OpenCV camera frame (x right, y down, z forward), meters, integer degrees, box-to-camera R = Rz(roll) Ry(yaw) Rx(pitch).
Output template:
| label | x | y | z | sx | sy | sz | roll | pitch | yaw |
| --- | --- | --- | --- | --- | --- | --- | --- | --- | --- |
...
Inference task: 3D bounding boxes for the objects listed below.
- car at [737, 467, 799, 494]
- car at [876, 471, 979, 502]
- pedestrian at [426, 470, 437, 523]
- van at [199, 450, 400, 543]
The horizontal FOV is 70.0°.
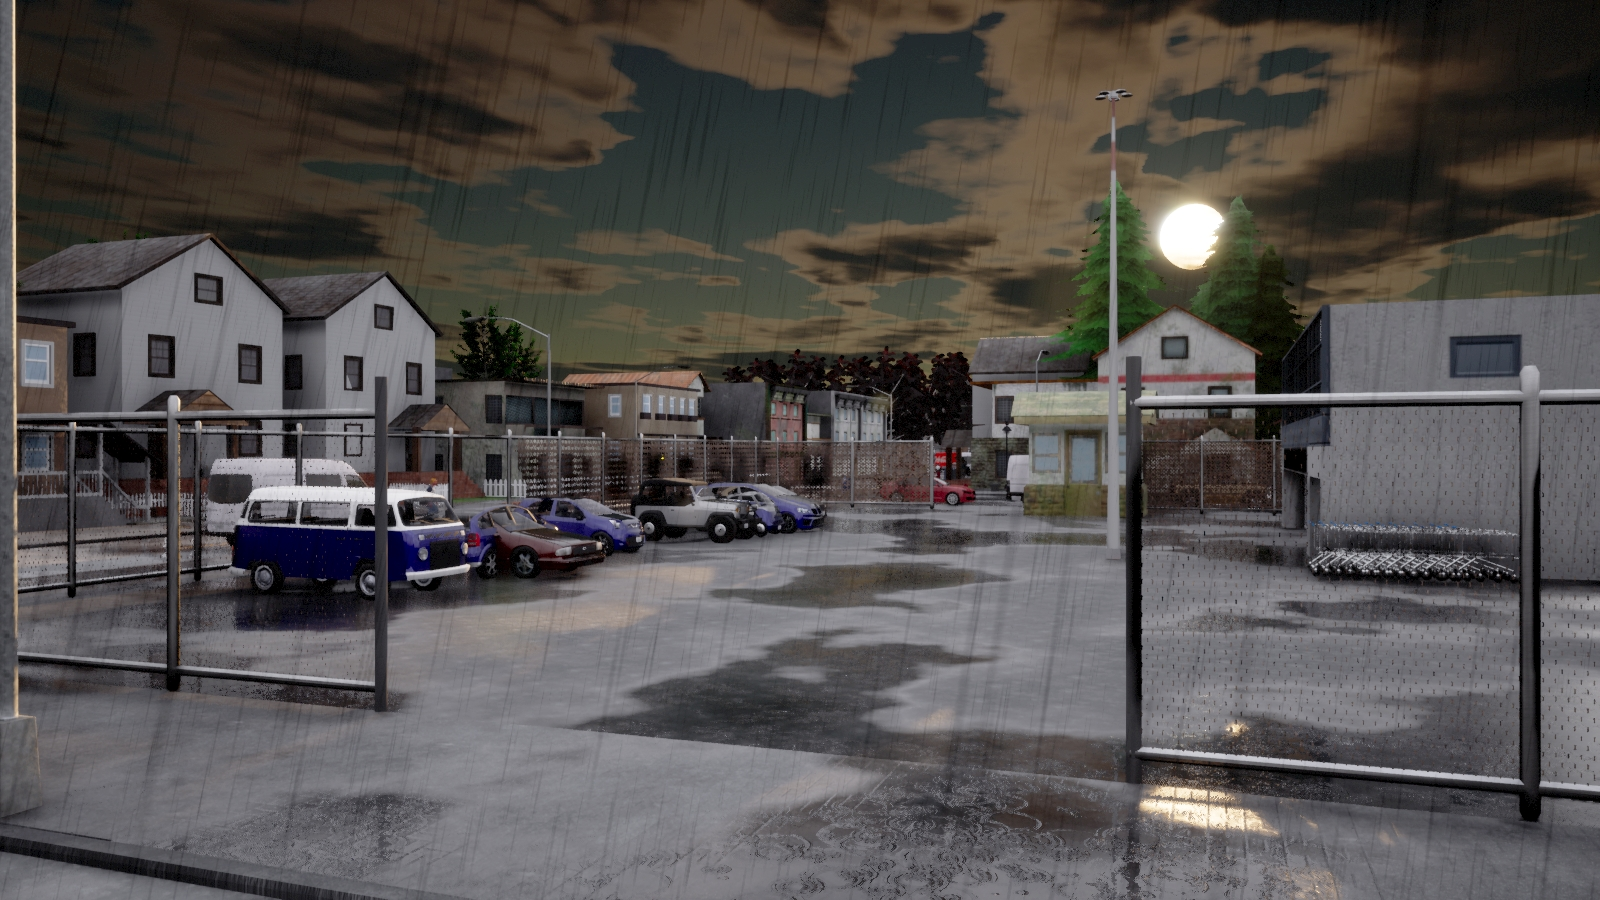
| label | x | y | z | sx | sy | sz | roll | pitch | yaw |
| --- | --- | --- | --- | --- | --- | --- | --- | --- | --- |
| car | -1.929 | 1.818 | 69.919 | 2.097 | 1.535 | 5.006 | 0 | 0 | 20 |
| car | 6.523 | 1.843 | 58.394 | 4.892 | 1.480 | 2.231 | 0 | 0 | 19 |
| pedestrian | -13.061 | 1.633 | 40.496 | 0.375 | 1.860 | 0.375 | 0 | 0 | -18 |
| van | -14.865 | 1.315 | 34.438 | 1.988 | 2.561 | 5.915 | 0 | -1 | 20 |
